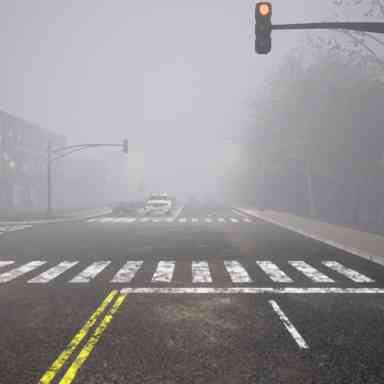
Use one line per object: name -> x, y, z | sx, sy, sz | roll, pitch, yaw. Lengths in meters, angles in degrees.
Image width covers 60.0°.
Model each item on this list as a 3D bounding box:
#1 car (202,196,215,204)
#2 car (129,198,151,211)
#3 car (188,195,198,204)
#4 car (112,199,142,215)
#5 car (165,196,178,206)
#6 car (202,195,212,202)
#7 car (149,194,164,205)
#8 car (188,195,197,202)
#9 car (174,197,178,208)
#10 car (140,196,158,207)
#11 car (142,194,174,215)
car -> 3.423, 1.576, 64.722 | 1.895, 1.301, 4.718 | 0, 0, 0
car -> -6.537, 1.550, 42.070 | 1.994, 1.385, 4.181 | 0, 0, 1
car -> 0.172, 1.467, 64.707 | 2.128, 1.511, 4.902 | 0, 0, 0
car -> -6.557, 1.591, 33.142 | 1.895, 1.301, 4.718 | 0, 0, 0
car -> -3.277, 1.485, 53.940 | 1.837, 1.490, 4.892 | 0, 0, 0
car -> 3.335, 1.510, 74.740 | 2.033, 1.411, 5.357 | 0, 0, 0
car -> -6.493, 1.329, 61.178 | 2.097, 1.767, 4.553 | 0, 0, 0
car -> 0.087, 1.447, 75.017 | 1.882, 1.535, 5.008 | 0, 0, 0
car -> -3.291, 1.586, 43.791 | 1.895, 1.301, 4.718 | 0, 0, 1
car -> -6.530, 1.473, 51.124 | 2.128, 1.511, 4.902 | 0, 0, 0
car -> -3.304, 1.211, 33.735 | 2.150, 2.045, 5.566 | 0, 0, 0
